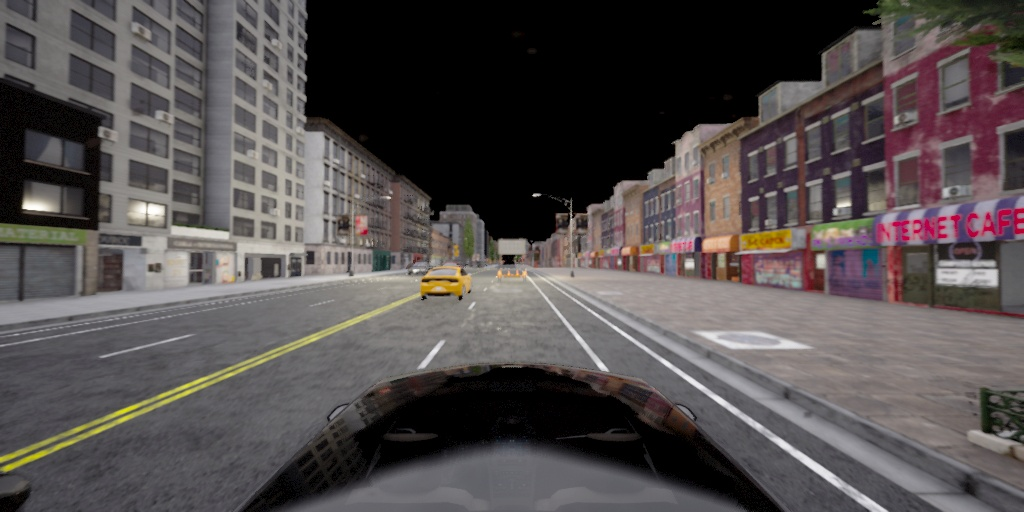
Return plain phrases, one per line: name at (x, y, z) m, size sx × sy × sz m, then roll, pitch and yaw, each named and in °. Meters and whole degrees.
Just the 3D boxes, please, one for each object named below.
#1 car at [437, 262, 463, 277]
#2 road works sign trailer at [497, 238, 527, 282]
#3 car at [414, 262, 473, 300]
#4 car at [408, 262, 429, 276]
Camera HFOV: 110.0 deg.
car at (-6.572, 1.385, 38.338) m, size 1.882 × 1.535 × 5.008 m, roll 0°, pitch -1°, yaw 0°
road works sign trailer at (0.011, 0.292, 29.445) m, size 2.380 × 3.560 × 2.880 m, roll 0°, pitch 0°, yaw 0°
car at (-3.145, 1.252, 17.866) m, size 1.882 × 1.535 × 5.008 m, roll 0°, pitch 0°, yaw 0°
car at (-9.819, 1.404, 38.845) m, size 2.128 × 1.511 × 4.902 m, roll 0°, pitch -1°, yaw 0°
